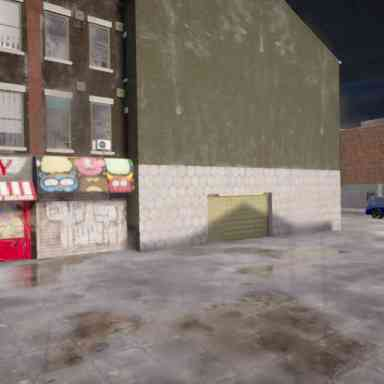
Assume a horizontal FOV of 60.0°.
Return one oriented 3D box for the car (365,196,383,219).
[{"bbox_3d":[17.560,1.332,27.877,2.150,2.045,5.566,-1,0,-35],"label":"car"}]
